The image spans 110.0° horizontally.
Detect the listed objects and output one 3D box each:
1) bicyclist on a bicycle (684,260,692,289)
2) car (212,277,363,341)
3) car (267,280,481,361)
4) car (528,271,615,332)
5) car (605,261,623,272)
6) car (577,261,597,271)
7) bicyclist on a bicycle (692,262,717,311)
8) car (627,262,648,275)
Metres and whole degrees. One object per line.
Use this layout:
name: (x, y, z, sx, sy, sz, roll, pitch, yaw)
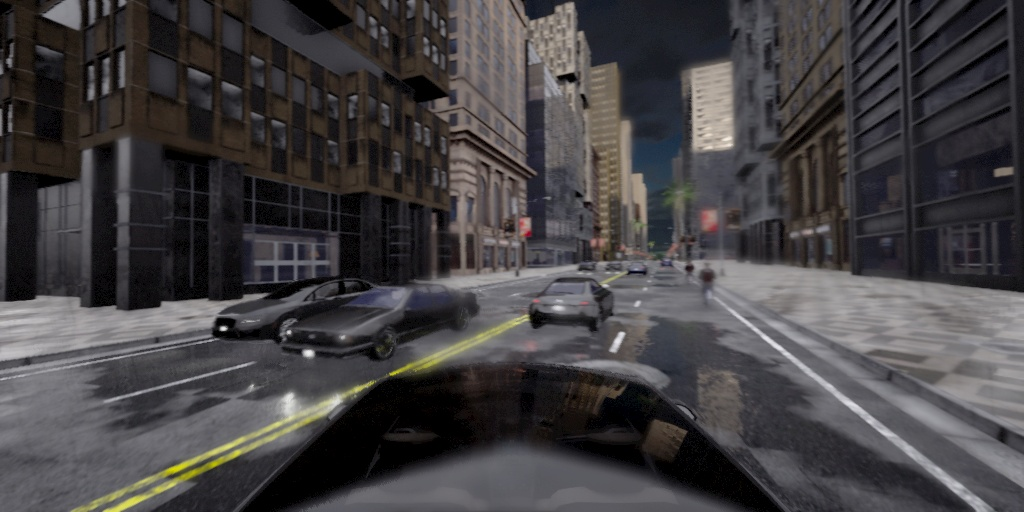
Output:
bicyclist on a bicycle: (10.773, 1.097, 21.741, 0.659, 1.776, 1.843, -1, 0, 23)
car: (-5.627, 1.407, 10.386, 1.837, 1.490, 4.892, -1, 0, 23)
car: (-2.688, 1.394, 8.990, 2.033, 1.411, 5.357, -1, 0, 23)
car: (2.012, 1.356, 11.282, 1.994, 1.385, 4.181, -1, 0, 23)
car: (13.691, 1.373, 48.083, 1.994, 1.385, 4.181, -1, 0, 23)
car: (10.061, 1.417, 47.846, 2.033, 1.411, 5.357, -1, 0, 23)
bicyclist on a bicycle: (7.211, 1.097, 13.233, 0.659, 1.776, 1.843, -1, 0, 23)
car: (13.776, 1.336, 39.380, 1.994, 1.385, 4.181, -1, 0, 23)
